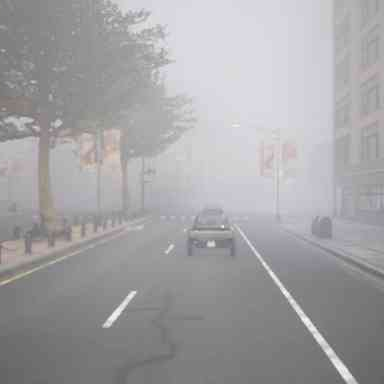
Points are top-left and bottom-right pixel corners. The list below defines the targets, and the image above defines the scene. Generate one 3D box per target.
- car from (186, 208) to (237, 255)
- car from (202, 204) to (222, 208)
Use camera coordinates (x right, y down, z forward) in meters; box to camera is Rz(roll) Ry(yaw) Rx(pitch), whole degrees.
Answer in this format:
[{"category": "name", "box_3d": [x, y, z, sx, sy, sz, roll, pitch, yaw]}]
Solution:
[{"category": "car", "box_3d": [0.827, 1.632, 13.910, 2.128, 1.511, 4.902, 0, 0, 4]}, {"category": "car", "box_3d": [1.837, 1.767, 29.051, 1.882, 1.535, 5.008, 0, 0, 5]}]
